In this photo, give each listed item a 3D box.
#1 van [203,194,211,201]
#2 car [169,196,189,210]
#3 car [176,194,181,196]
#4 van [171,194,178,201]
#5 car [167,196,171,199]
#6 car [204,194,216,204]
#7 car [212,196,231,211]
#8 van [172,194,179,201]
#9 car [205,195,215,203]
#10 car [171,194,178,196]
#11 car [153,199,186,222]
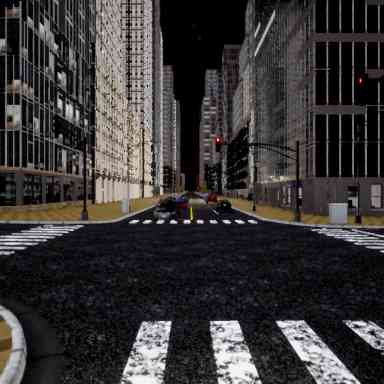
[{"bbox_3d":[3.667,1.321,80.482,1.690,1.788,3.998,0,0,0],"label":"van"},{"bbox_3d":[-1.563,1.576,42.698,1.994,1.385,4.181,0,0,0],"label":"car"},{"bbox_3d":[-1.603,1.599,63.562,1.895,1.301,4.718,0,0,0],"label":"car"},{"bbox_3d":[-4.213,1.321,80.444,1.690,1.788,3.998,0,0,0],"label":"van"},{"bbox_3d":[-4.054,1.593,47.278,1.802,1.307,4.206,0,0,0],"label":"car"},{"bbox_3d":[3.747,1.313,63.899,2.192,1.841,5.009,0,0,0],"label":"car"},{"bbox_3d":[3.902,1.579,41.790,1.947,1.339,4.313,0,0,0],"label":"car"},{"bbox_3d":[-4.239,1.315,85.971,1.690,1.788,3.998,0,0,0],"label":"van"},{"bbox_3d":[3.720,1.432,69.427,1.967,1.590,4.097,0,0,0],"label":"car"},{"bbox_3d":[-4.133,1.564,63.861,1.947,1.339,4.313,0,0,0],"label":"car"},{"bbox_3d":[-1.884,1.545,26.989,1.812,1.442,4.674,0,0,5],"label":"car"}]
